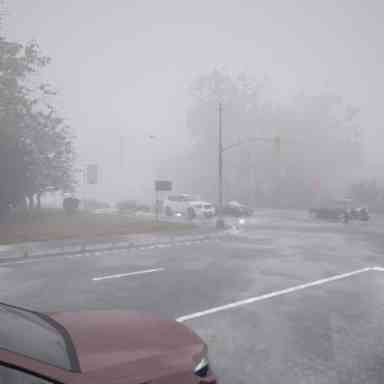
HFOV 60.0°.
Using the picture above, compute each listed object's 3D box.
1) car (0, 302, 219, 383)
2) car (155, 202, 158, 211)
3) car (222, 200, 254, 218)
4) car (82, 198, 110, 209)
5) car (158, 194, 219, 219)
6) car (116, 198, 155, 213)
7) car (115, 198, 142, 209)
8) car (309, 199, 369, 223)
[{"bbox_3d":[-1.930,1.526,2.350,4.674,1.442,1.812,0,0,-36],"label":"car"},{"bbox_3d":[-2.488,1.525,37.809,2.033,1.411,5.357,0,0,-38],"label":"car"},{"bbox_3d":[3.489,1.501,30.311,1.812,1.442,4.674,0,0,-39],"label":"car"},{"bbox_3d":[-12.803,1.511,45.109,1.812,1.442,4.674,0,0,-39],"label":"car"},{"bbox_3d":[-0.394,1.202,29.580,2.150,2.045,5.566,0,0,-39],"label":"car"},{"bbox_3d":[-6.492,1.584,37.204,1.895,1.301,4.718,0,0,-39],"label":"car"},{"bbox_3d":[-8.763,1.543,45.648,1.994,1.385,4.181,0,0,-39],"label":"car"},{"bbox_3d":[11.133,1.320,25.575,2.097,1.767,4.553,0,0,-18],"label":"car"}]
